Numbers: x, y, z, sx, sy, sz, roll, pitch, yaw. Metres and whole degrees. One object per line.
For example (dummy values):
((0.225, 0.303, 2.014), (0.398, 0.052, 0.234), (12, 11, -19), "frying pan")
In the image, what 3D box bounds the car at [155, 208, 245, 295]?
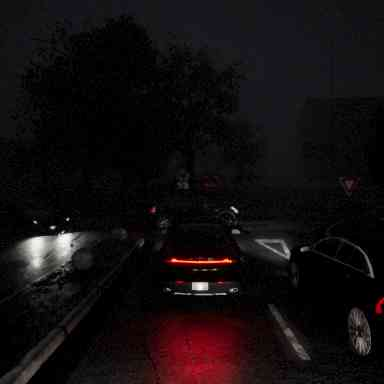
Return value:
((0.217, 1.411, 8.512), (1.837, 1.490, 4.892), (0, 2, 2), "car")

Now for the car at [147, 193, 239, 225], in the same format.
((0.062, 0.843, 16.616), (4.553, 1.767, 2.097), (-1, 4, -10), "car")

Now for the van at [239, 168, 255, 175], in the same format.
((15.364, -5.703, 92.902), (4.442, 1.987, 1.878), (1, 6, 11), "van")

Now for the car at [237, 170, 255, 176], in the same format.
((14.743, -5.178, 90.297), (4.674, 1.452, 2.002), (1, 6, 11), "car")

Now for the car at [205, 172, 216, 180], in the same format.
((4.051, -3.501, 72.802), (1.837, 1.490, 4.892), (1, 5, 9), "car")

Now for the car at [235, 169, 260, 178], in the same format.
((12.505, -3.931, 76.941), (4.892, 1.521, 2.231), (1, 5, 9), "car")

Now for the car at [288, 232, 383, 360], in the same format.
((3.157, 1.457, 5.878), (2.128, 1.511, 4.902), (0, 1, 0), "car")

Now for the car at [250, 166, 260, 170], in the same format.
((13.861, -4.956, 85.025), (5.566, 2.045, 2.435), (1, 6, 10), "car")

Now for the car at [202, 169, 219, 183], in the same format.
((3.418, -2.824, 62.464), (2.150, 2.045, 5.566), (0, 5, 0), "car")

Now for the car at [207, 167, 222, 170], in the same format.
((5.480, -4.541, 82.255), (2.097, 1.767, 4.553), (1, 6, 9), "car")

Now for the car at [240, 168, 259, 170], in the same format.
((12.985, -4.314, 79.630), (4.553, 1.767, 2.185), (1, 5, 9), "car")

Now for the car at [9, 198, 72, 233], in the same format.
((-7.778, 1.033, 16.719), (2.033, 1.411, 5.357), (-3, 5, -39), "car")
